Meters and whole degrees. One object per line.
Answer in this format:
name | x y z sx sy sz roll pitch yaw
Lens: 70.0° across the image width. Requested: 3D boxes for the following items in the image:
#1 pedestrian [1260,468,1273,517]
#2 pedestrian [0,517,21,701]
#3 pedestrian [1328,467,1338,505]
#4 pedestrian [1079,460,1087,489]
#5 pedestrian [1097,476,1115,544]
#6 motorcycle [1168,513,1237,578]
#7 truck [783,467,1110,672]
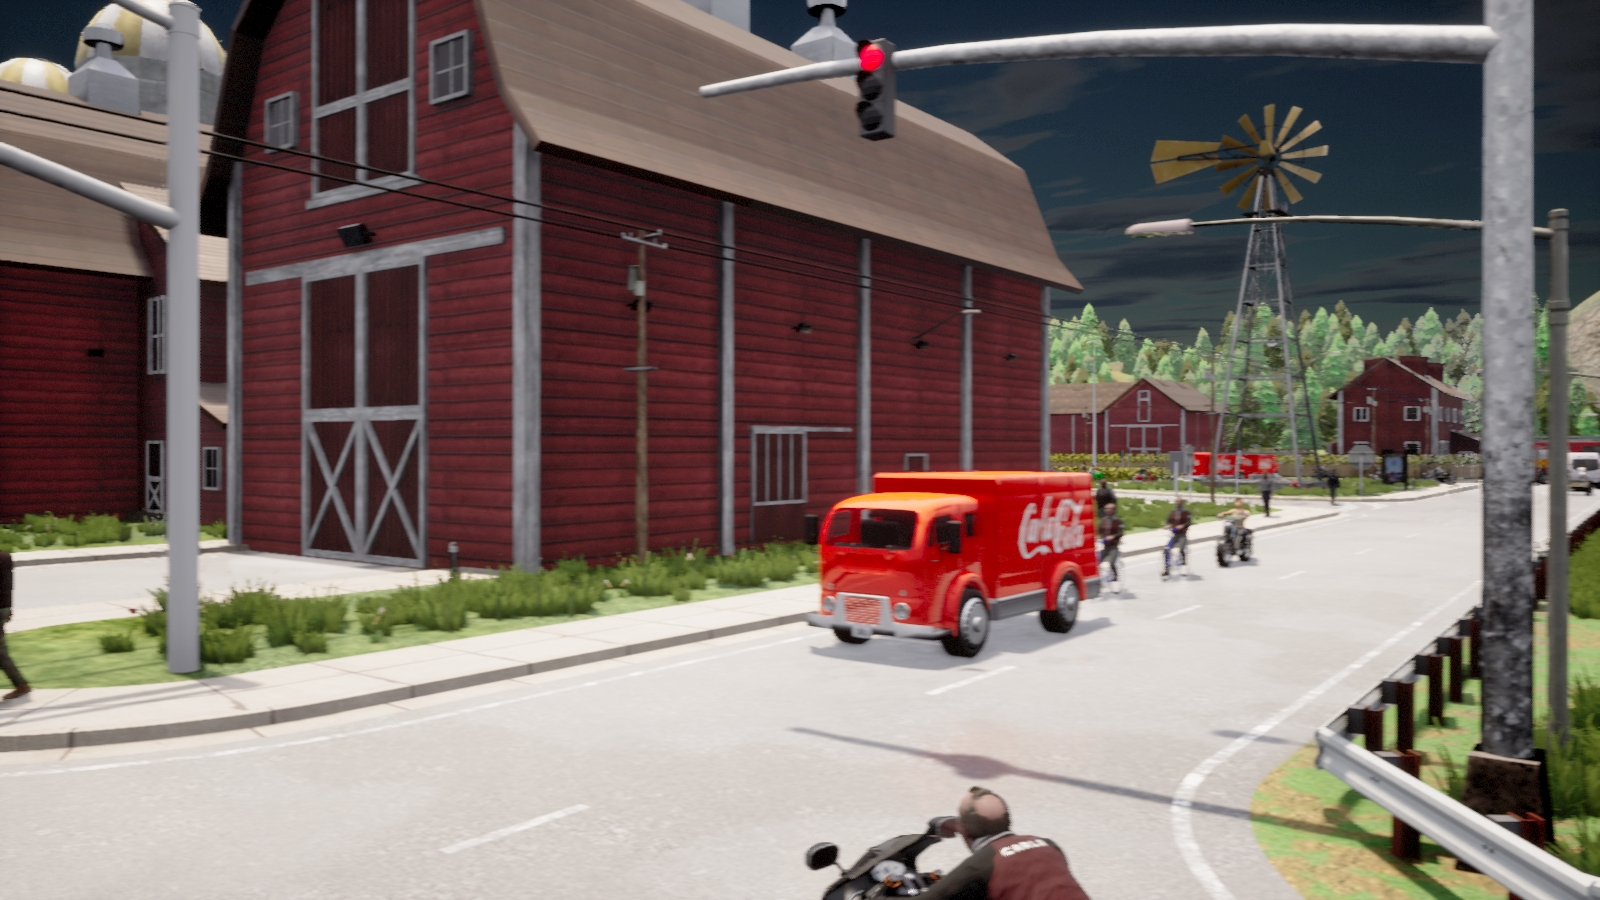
pedestrian | 17.946 1.636 43.910 0.375 1.860 0.375 0 0 37
pedestrian | -8.362 1.642 11.833 0.375 1.860 0.375 0 0 -15
pedestrian | 26.234 1.773 56.236 0.375 1.860 0.375 0 0 33
pedestrian | 18.388 1.584 74.210 0.375 1.860 0.375 0 0 -39
pedestrian | 8.505 1.647 31.723 0.375 1.860 0.375 0 0 35
motorcycle | 9.174 2.131 25.986 0.764 1.277 2.356 0 0 38
truck | 2.385 1.538 17.163 2.627 2.467 5.204 0 0 37
